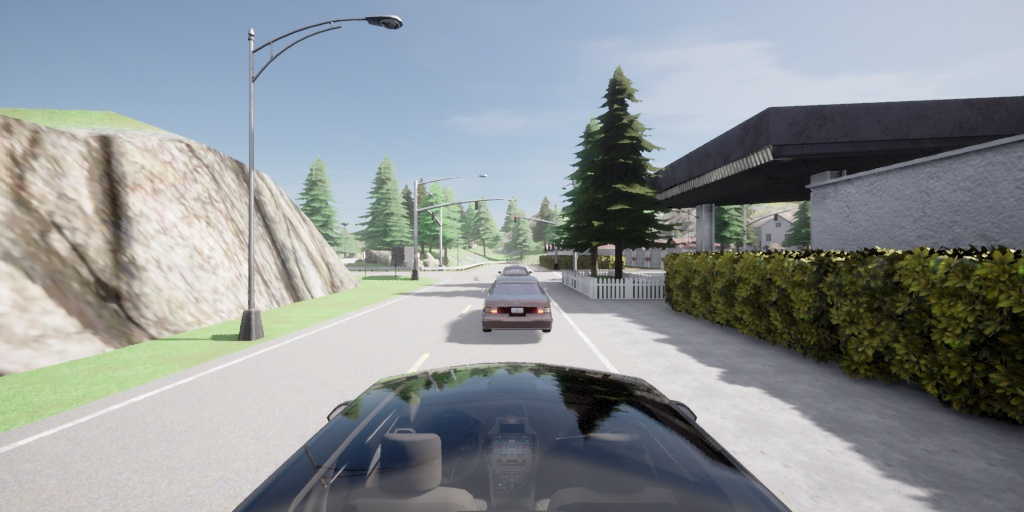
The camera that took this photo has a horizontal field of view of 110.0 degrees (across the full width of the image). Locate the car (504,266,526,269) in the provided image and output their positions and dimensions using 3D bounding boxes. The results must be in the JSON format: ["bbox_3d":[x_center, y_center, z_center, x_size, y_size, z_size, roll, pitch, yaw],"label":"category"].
[{"bbox_3d":[0.181,1.276,20.358,1.812,1.442,4.674,0,0,0],"label":"car"}]

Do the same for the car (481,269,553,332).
[{"bbox_3d":[0.136,1.297,10.772,2.033,1.411,5.357,0,0,0],"label":"car"}]
